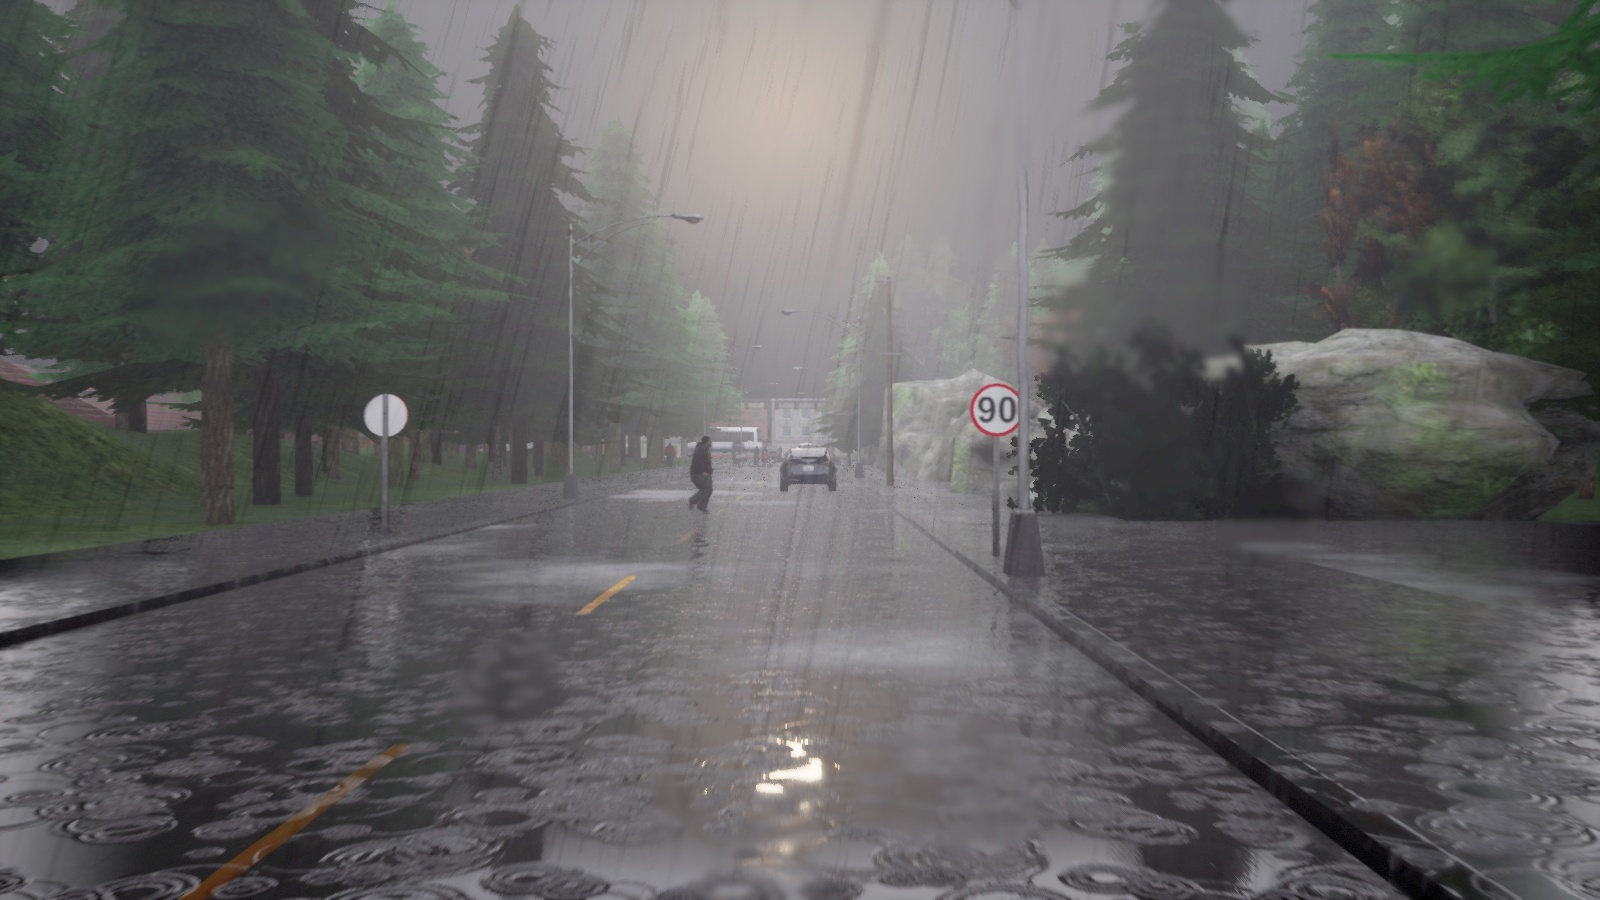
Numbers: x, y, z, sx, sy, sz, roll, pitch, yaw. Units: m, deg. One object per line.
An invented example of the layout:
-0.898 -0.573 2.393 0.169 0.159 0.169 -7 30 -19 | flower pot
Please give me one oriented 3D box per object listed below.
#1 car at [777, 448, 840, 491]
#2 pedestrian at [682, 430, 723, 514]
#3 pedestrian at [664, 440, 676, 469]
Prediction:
0.303 0.662 45.235 2.163 1.488 4.792 0 0 0 | car
-2.170 0.477 27.983 0.899 1.844 0.634 0 0 -4 | pedestrian
-8.508 0.295 82.162 0.634 1.844 0.899 0 0 6 | pedestrian
